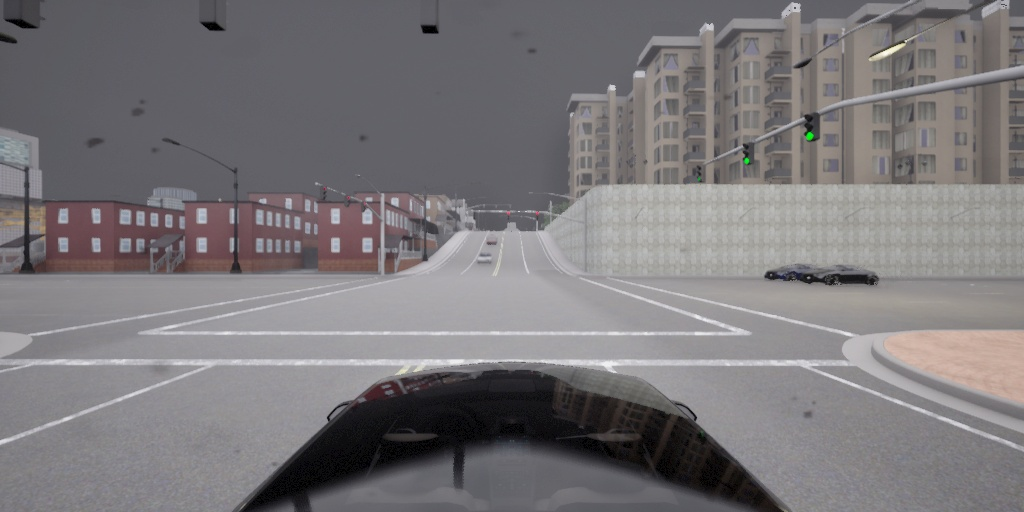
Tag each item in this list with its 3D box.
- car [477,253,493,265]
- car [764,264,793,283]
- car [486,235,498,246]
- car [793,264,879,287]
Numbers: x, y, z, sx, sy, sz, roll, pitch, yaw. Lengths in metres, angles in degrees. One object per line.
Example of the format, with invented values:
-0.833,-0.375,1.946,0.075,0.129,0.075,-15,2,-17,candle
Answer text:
-3.590,0.305,47.760,1.895,1.301,4.718,0,7,0,car
22.024,1.294,27.710,4.181,1.385,1.994,0,0,0,car
-3.559,-2.901,64.123,1.882,1.535,5.008,0,12,0,car
22.013,1.296,24.210,4.181,1.385,1.994,0,0,0,car
